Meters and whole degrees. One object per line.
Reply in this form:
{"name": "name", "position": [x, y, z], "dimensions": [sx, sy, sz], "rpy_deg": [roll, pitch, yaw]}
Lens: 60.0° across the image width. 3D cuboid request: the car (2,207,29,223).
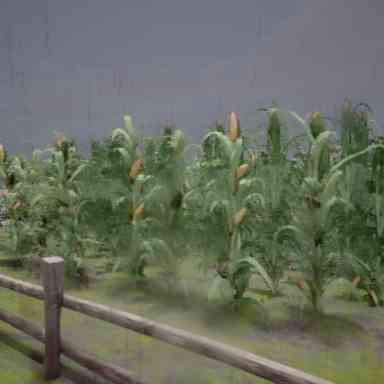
{"name": "car", "position": [-13.152, 1.593, 26.088], "dimensions": [1.994, 1.385, 4.181], "rpy_deg": [1, 0, 35]}
